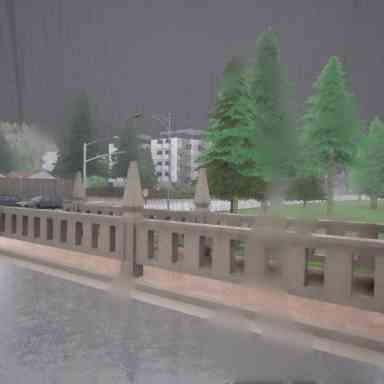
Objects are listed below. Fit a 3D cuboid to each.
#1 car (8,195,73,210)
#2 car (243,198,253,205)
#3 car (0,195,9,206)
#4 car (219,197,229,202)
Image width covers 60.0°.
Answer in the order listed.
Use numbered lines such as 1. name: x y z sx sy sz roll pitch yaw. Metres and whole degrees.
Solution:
1. car: -13.787 1.041 31.267 2.033 1.411 5.357 1 1 38
2. car: 9.151 1.135 49.770 2.128 1.511 4.902 1 1 38
3. car: -17.842 0.973 31.726 2.033 1.411 5.357 1 1 37
4. car: 6.255 1.179 51.747 1.895 1.301 4.718 1 1 38
